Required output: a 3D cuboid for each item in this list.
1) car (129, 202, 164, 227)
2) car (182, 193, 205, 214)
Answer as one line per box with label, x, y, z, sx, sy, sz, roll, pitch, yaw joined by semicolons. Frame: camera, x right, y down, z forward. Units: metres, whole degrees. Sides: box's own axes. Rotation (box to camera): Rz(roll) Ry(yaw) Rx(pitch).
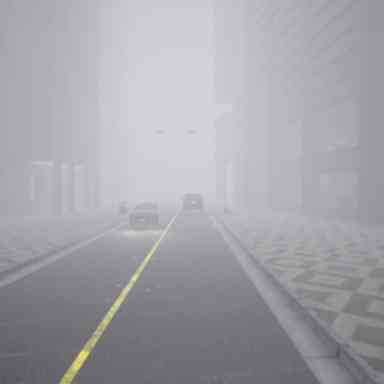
car;-2.989;1.432;22.664;1.882;1.535;5.008;0;0;0
car;0.115;1.121;34.345;2.150;2.045;5.566;0;0;0
